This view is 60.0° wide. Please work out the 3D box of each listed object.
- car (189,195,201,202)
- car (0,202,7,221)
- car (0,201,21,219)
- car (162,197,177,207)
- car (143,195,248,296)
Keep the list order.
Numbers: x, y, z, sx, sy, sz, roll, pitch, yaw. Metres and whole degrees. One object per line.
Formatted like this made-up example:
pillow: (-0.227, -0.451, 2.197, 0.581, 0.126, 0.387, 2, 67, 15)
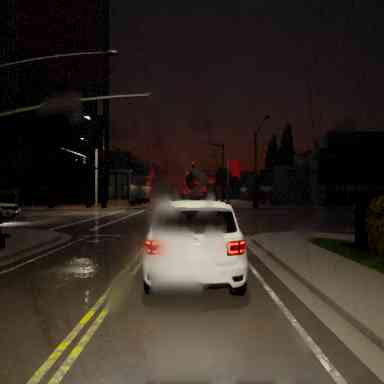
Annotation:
car: (0.839, 1.465, 78.688, 1.882, 1.535, 5.008, 0, 0, 12)
car: (-16.219, 1.667, 24.062, 4.181, 1.385, 1.994, -1, 0, 0)
car: (-17.298, 1.339, 27.558, 5.566, 2.045, 2.150, -1, 0, 0)
car: (-3.530, 1.564, 52.961, 1.994, 1.385, 4.181, 0, 0, 0)
car: (0.080, 1.221, 8.818, 2.150, 2.045, 5.566, 0, 0, 0)
